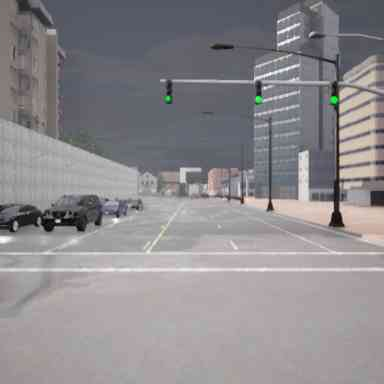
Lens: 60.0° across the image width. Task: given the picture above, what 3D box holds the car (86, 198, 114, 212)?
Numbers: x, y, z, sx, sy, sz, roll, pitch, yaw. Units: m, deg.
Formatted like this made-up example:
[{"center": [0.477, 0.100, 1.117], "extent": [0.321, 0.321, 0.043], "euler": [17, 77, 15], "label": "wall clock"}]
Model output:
[{"center": [-10.616, 1.459, 38.663], "extent": [1.837, 1.490, 4.892], "euler": [0, 0, 0], "label": "car"}]

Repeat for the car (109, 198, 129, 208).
[{"center": [-10.584, 1.543, 48.723], "extent": [1.895, 1.301, 4.718], "euler": [0, 0, 0], "label": "car"}]

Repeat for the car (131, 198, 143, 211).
[{"center": [-7.114, 1.444, 40.393], "extent": [2.128, 1.511, 4.902], "euler": [0, 0, 0], "label": "car"}]

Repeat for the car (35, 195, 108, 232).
[{"center": [-7.108, 1.197, 20.409], "extent": [2.150, 2.045, 5.566], "euler": [0, 0, 0], "label": "car"}]

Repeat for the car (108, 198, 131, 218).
[{"center": [-7.116, 1.490, 30.050], "extent": [1.812, 1.442, 4.674], "euler": [0, 0, 0], "label": "car"}]

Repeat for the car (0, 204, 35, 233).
[{"center": [-10.612, 1.481, 19.777], "extent": [1.837, 1.490, 4.892], "euler": [0, 0, 0], "label": "car"}]

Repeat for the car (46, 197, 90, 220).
[{"center": [-10.616, 1.318, 28.845], "extent": [2.097, 1.767, 4.553], "euler": [0, 0, 0], "label": "car"}]
